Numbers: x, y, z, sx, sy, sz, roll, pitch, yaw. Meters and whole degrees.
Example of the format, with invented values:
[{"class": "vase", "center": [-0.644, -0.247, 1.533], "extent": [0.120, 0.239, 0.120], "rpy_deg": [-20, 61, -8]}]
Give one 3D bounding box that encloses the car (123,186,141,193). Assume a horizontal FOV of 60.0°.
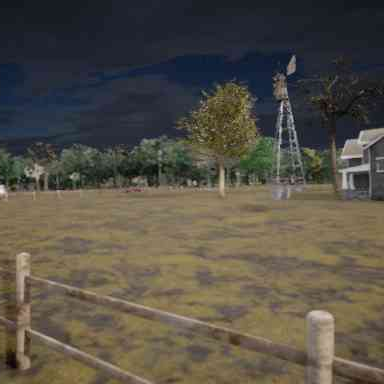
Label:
[{"class": "car", "center": [-11.956, -0.427, 68.318], "extent": [1.882, 1.535, 5.008], "rpy_deg": [-3, 1, 35]}]
